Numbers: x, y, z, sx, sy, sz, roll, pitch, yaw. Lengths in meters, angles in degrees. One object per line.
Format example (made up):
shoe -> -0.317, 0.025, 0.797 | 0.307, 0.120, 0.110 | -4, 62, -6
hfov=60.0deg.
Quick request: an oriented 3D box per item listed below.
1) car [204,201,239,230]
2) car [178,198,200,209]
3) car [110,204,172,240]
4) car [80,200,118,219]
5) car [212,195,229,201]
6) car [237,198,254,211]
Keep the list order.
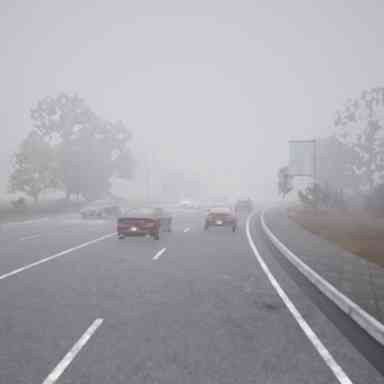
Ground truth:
car -> 1.844, 1.504, 20.671 | 1.812, 1.442, 4.674 | 0, 0, 8
car -> -0.278, 1.457, 43.277 | 1.812, 1.442, 4.674 | 0, 0, 17
car -> -2.230, 1.446, 16.787 | 1.882, 1.535, 5.008 | 0, 0, 6
car -> -7.653, 1.432, 28.300 | 1.837, 1.490, 4.892 | 0, 0, 11
car -> 5.964, 1.379, 68.029 | 2.033, 1.411, 5.357 | 0, 0, 26
car -> 6.505, 1.460, 40.912 | 2.128, 1.511, 4.902 | 0, 0, 17
